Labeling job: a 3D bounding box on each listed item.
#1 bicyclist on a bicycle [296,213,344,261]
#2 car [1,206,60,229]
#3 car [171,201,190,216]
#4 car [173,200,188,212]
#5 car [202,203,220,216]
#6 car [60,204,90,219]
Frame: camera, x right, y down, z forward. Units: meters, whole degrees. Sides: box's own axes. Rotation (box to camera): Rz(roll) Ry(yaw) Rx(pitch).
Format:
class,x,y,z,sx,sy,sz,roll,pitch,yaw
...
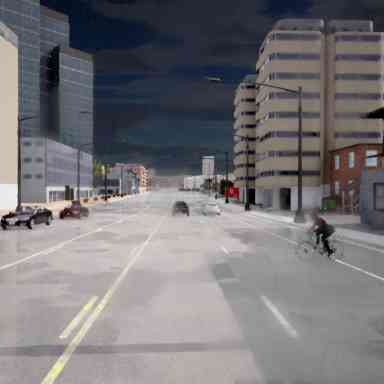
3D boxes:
class,x,y,z,sx,sy,sz,roll,pitch,yaw
bicyclist on a bicycle,4.322,1.525,11.286,1.656,1.620,0.582,-2,0,-2
car,-11.391,1.725,23.311,2.128,1.511,4.902,0,-1,-2
car,-1.266,1.941,38.015,1.837,1.490,4.892,0,0,-2
car,-1.679,1.990,48.064,2.033,1.411,5.357,0,0,-2
car,2.194,1.974,39.314,1.812,1.442,4.674,0,0,-2
car,-11.724,1.947,33.366,1.994,1.385,4.181,0,-1,-2
